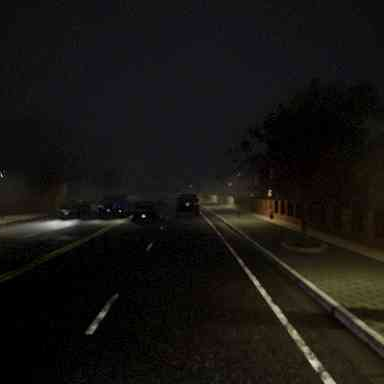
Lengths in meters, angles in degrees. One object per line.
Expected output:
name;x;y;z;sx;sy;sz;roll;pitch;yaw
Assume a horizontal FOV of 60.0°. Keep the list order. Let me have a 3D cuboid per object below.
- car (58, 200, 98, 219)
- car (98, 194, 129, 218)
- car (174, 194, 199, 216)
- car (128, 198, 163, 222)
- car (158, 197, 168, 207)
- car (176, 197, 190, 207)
car;-10.260;1.475;29.417;2.128;1.511;4.902;0;0;-2
car;-7.030;1.183;30.368;2.150;2.045;5.566;0;0;-2
car;-0.484;1.186;31.961;2.150;2.045;5.566;0;0;-2
car;-3.563;1.480;26.443;1.837;1.490;4.892;0;0;-2
car;-4.612;1.499;51.064;2.033;1.411;5.357;0;0;-3
car;-1.382;1.509;51.195;1.994;1.385;4.181;0;0;-3
